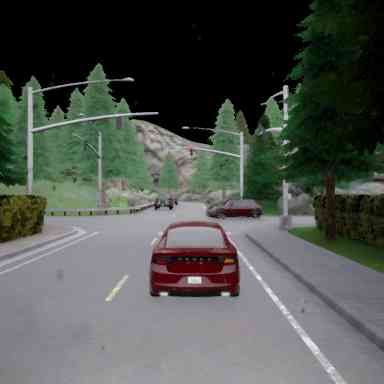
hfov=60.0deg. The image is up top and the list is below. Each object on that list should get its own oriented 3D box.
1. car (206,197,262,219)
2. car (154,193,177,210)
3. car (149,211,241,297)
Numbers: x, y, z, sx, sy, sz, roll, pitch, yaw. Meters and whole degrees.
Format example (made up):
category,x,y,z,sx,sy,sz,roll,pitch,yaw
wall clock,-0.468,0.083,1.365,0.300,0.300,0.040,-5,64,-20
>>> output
category,x,y,z,sx,sy,sz,roll,pitch,yaw
car,3.438,1.339,27.685,4.553,1.767,2.097,0,0,-11
car,-3.583,1.221,43.479,2.150,2.045,5.566,0,0,0
car,0.067,1.478,8.622,1.882,1.535,5.008,0,0,0
